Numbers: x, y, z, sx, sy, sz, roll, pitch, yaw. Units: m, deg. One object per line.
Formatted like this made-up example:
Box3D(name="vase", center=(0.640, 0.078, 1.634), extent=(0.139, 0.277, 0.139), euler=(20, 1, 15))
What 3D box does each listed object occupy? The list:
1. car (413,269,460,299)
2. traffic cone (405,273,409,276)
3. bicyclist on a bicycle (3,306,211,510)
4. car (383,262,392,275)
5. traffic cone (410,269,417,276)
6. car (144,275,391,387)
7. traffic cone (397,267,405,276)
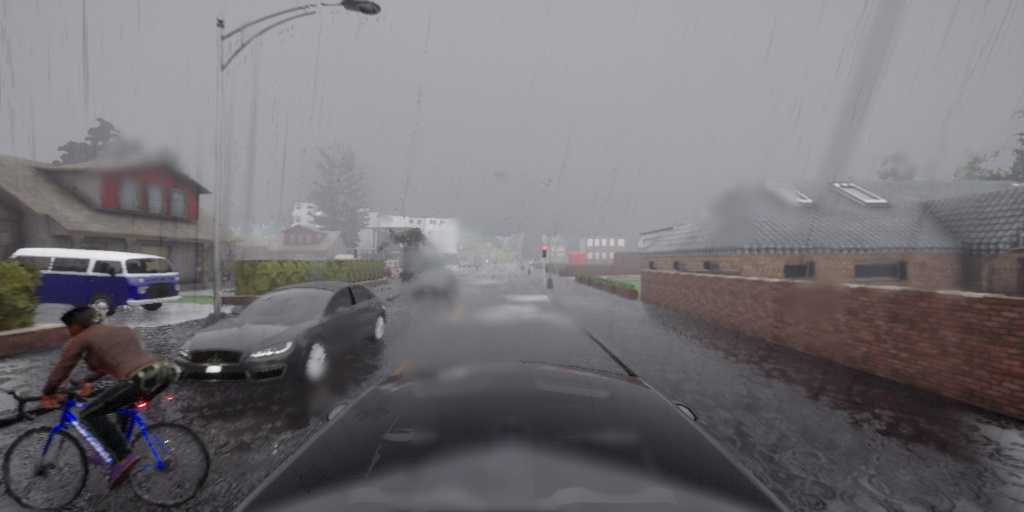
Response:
Box3D(name="car", center=(-4.061, 1.487, 19.821), extent=(1.837, 1.490, 4.892), euler=(0, -1, 0))
Box3D(name="traffic cone", center=(-15.541, 2.203, 51.916), extent=(0.344, 0.586, 0.344), euler=(0, 0, 0))
Box3D(name="bicyclist on a bicycle", center=(-3.243, 1.220, 2.861), extent=(1.656, 1.620, 0.582), euler=(-2, -1, 0))
Box3D(name="car", center=(-16.130, 1.723, 40.215), extent=(5.008, 1.535, 1.882), euler=(0, -1, 0))
Box3D(name="traffic cone", center=(-14.545, 2.240, 52.958), extent=(0.344, 0.586, 0.344), euler=(0, 0, 0))
Box3D(name="car", center=(-4.102, 1.327, 7.366), extent=(1.837, 1.490, 4.892), euler=(0, 0, 0))
Box3D(name="traffic cone", center=(-15.900, 2.199, 51.345), extent=(0.344, 0.586, 0.344), euler=(0, 0, 0))
